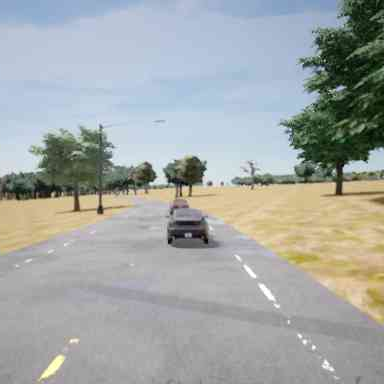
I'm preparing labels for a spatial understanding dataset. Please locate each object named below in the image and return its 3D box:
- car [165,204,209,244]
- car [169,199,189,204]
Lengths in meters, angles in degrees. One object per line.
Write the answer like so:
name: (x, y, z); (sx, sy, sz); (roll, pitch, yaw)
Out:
car: (-0.231, 1.550, 16.159); (1.837, 1.490, 4.892); (0, 0, -2)
car: (-1.399, 1.539, 36.801); (2.097, 1.767, 4.553); (0, 0, -4)
